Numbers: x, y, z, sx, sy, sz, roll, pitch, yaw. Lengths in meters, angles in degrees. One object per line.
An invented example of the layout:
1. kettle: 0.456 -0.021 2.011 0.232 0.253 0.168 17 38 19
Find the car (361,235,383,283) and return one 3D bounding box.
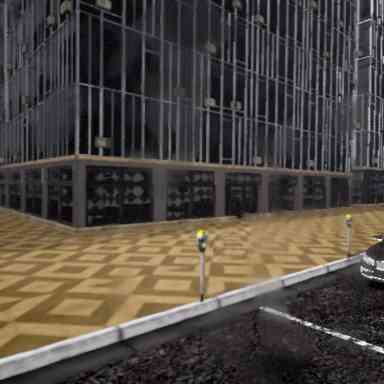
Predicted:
1. car: 5.730 1.419 8.139 4.403 1.369 2.008 0 2 -40
